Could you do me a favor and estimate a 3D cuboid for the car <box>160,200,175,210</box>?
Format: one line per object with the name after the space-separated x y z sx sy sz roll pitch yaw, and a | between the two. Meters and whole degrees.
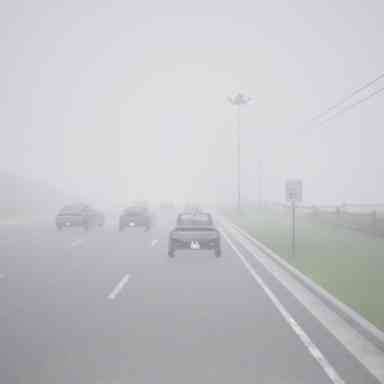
-3.399 1.822 46.055 1.895 1.301 4.718 0 0 0 | car

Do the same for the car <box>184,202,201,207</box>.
0.100 1.776 36.449 1.895 1.301 4.718 0 0 0 | car

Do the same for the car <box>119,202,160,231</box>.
-3.400 1.607 21.329 1.837 1.490 4.892 0 0 0 | car

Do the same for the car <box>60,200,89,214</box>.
-13.920 1.715 39.622 1.812 1.442 4.674 0 0 0 | car

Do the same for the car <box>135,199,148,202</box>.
-6.901 1.711 45.921 2.128 1.511 4.902 0 0 0 | car

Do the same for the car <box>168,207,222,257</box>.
0.100 1.556 13.251 2.128 1.511 4.902 0 0 0 | car

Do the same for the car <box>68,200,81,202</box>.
-10.400 1.651 30.443 1.837 1.490 4.892 0 0 0 | car

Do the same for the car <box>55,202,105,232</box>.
-6.901 1.591 20.973 2.128 1.511 4.902 0 0 0 | car
